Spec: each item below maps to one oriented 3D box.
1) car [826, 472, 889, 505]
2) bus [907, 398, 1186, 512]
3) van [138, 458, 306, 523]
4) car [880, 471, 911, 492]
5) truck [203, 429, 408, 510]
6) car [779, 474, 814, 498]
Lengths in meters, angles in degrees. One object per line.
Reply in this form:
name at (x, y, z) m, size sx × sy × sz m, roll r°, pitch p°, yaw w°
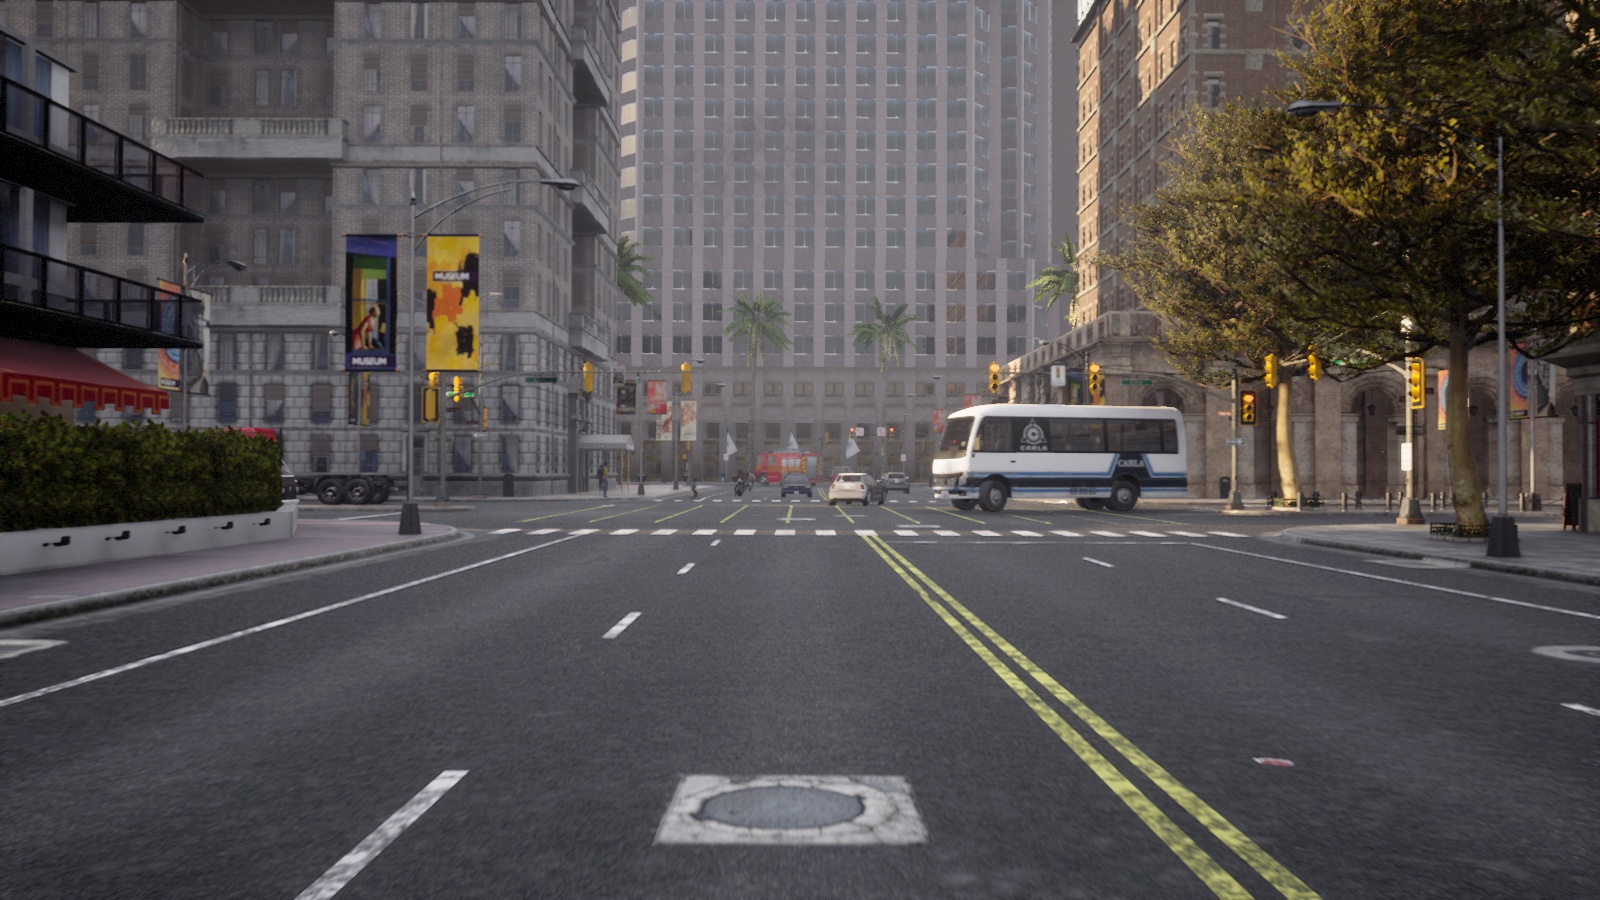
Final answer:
car at (2.721, 1.743, 58.152) m, size 1.970 × 1.475 × 3.806 m, roll -1°, pitch -1°, yaw 18°
bus at (9.848, 0.242, 50.401) m, size 10.273 × 4.253 × 3.944 m, roll 0°, pitch -2°, yaw -17°
van at (-18.628, 1.293, 40.623) m, size 4.480 × 2.038 × 2.069 m, roll 0°, pitch -1°, yaw 0°
car at (6.840, 2.264, 90.283) m, size 1.970 × 1.475 × 3.806 m, roll 0°, pitch -1°, yaw 0°
truck at (-21.779, 0.851, 55.609) m, size 7.936 × 3.462 × 2.891 m, roll 0°, pitch -1°, yaw 0°
car at (-0.188, 2.127, 75.499) m, size 2.033 × 1.411 × 5.357 m, roll 0°, pitch -1°, yaw 0°
